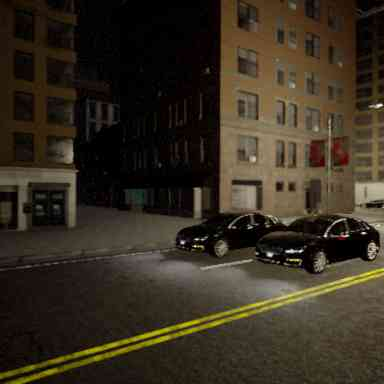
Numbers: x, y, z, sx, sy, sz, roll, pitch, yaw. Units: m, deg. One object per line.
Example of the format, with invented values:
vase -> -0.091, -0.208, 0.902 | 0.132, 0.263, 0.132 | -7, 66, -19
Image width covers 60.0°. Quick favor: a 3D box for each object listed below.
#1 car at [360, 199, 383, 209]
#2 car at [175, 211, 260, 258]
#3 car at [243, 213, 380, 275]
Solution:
car -> 24.848, 1.623, 44.483 | 1.947, 1.339, 4.313 | 0, 0, -35
car -> 1.655, 1.512, 12.846 | 4.892, 1.490, 1.837 | 1, 0, -35
car -> 4.135, 1.512, 10.622 | 4.892, 1.490, 1.837 | 1, 0, -35
